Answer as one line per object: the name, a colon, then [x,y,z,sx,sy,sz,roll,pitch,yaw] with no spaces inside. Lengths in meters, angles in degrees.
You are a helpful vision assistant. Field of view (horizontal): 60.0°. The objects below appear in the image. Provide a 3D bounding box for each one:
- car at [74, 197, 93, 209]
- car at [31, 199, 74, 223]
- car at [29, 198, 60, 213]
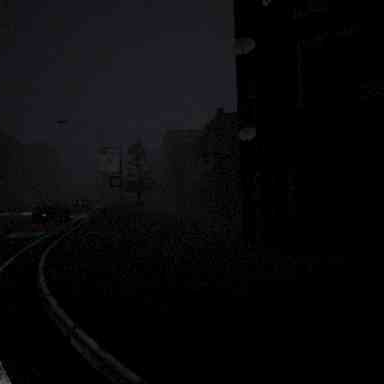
car: [-13.797,1.335,42.190,2.033,1.411,5.357,-1,1,-11]
car: [-10.595,1.422,25.240,1.882,1.535,5.008,-1,1,-11]
car: [-16.777,1.460,38.101,2.033,1.411,5.357,-1,1,-10]
